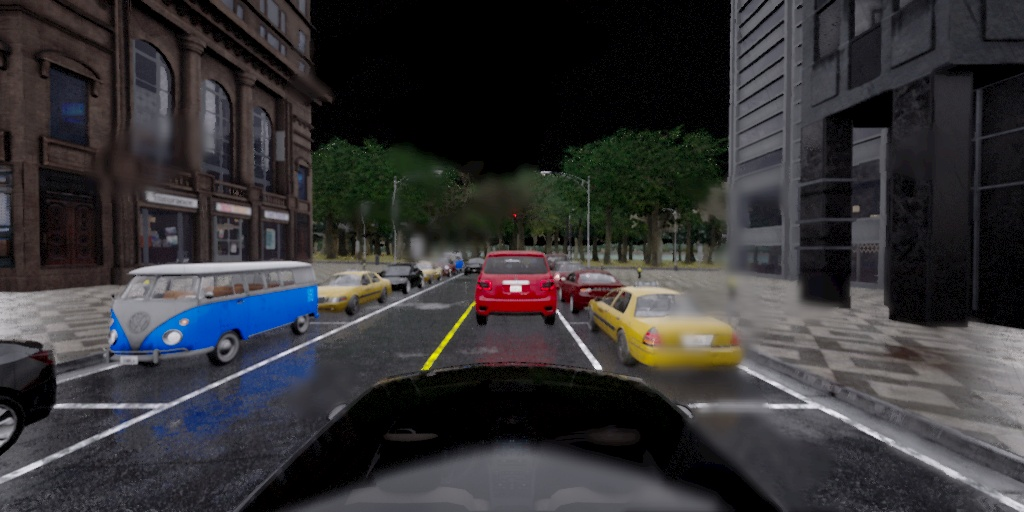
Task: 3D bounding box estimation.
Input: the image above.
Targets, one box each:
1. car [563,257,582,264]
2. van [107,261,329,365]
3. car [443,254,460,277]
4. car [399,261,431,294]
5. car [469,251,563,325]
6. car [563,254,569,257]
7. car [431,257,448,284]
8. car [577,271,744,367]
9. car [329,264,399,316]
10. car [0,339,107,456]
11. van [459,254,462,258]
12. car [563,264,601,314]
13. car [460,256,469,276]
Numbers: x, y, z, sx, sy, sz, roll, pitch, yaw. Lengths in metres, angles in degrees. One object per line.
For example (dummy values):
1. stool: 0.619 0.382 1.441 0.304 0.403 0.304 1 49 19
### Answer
1. car: 2.784 0.980 18.358 1.967 1.591 4.097 0 0 0
2. van: -5.756 1.018 7.496 1.690 1.789 3.998 0 0 0
3. car: -5.727 0.845 29.244 1.967 1.591 4.097 0 0 0
4. car: -5.742 1.106 18.370 1.948 1.339 4.313 0 0 0
5. car: 0.113 0.850 11.392 2.150 2.045 5.566 0 1 0
6. car: 2.791 0.787 23.796 2.192 1.841 5.009 0 0 0
7. car: -5.734 0.998 23.637 1.751 1.417 4.829 0 0 0
8. car: 2.769 1.202 7.654 1.751 1.417 4.829 0 0 0
9. car: -5.749 1.134 12.763 1.751 1.417 4.829 0 0 0
10. car: -5.763 1.311 2.059 1.948 1.339 4.313 0 0 0
11. van: -5.720 0.678 34.681 1.690 1.789 3.998 0 0 0
12. car: 2.776 1.153 12.921 1.888 1.381 4.507 0 0 0
13. car: -2.974 0.893 30.852 1.837 1.490 4.892 0 0 0
